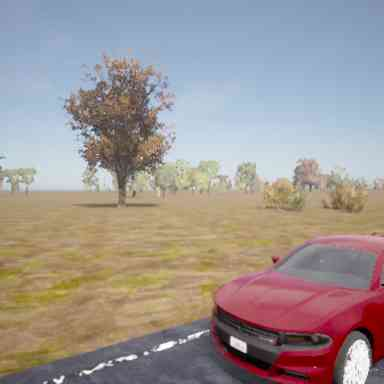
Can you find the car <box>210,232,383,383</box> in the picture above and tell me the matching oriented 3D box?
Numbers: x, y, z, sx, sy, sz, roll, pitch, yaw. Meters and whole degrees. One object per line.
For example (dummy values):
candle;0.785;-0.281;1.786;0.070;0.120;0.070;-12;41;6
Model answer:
car;2.525;1.462;5.306;5.008;1.535;1.882;0;0;-37
